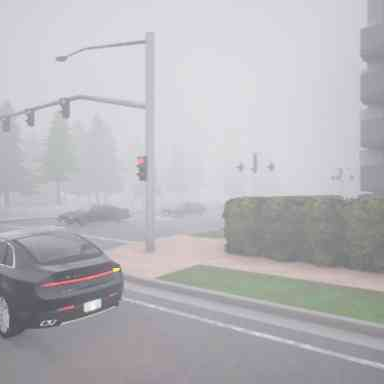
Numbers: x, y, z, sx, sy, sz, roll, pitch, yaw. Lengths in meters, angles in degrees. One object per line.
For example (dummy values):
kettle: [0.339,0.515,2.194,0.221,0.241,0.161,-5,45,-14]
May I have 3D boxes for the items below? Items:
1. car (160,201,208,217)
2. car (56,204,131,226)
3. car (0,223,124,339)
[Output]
car: [-0.658,1.574,32.015,2.033,1.411,5.357,0,0,38]
car: [-6.916,1.577,24.081,2.033,1.411,5.357,0,0,38]
car: [-3.386,1.515,6.713,4.892,1.490,1.837,0,0,40]
